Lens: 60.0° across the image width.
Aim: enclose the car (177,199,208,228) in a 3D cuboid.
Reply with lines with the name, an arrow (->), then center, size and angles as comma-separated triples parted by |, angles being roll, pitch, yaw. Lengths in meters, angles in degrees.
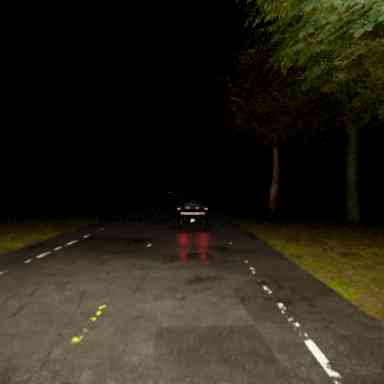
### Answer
car -> 0.029, 1.451, 21.870 | 2.128, 1.511, 4.902 | 0, 0, 0
